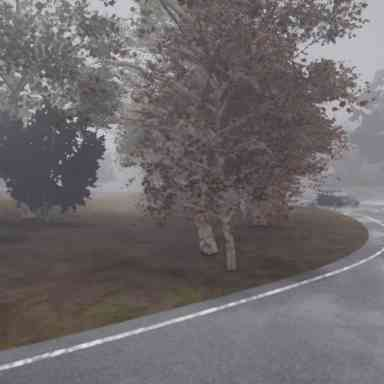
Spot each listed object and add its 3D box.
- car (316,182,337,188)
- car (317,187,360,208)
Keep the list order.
[{"bbox_3d":[25.755,-1.329,64.975,4.718,1.301,1.895,-4,2,-19],"label":"car"},{"bbox_3d":[13.483,0.606,31.012,1.812,1.442,4.674,-3,2,-11],"label":"car"}]
